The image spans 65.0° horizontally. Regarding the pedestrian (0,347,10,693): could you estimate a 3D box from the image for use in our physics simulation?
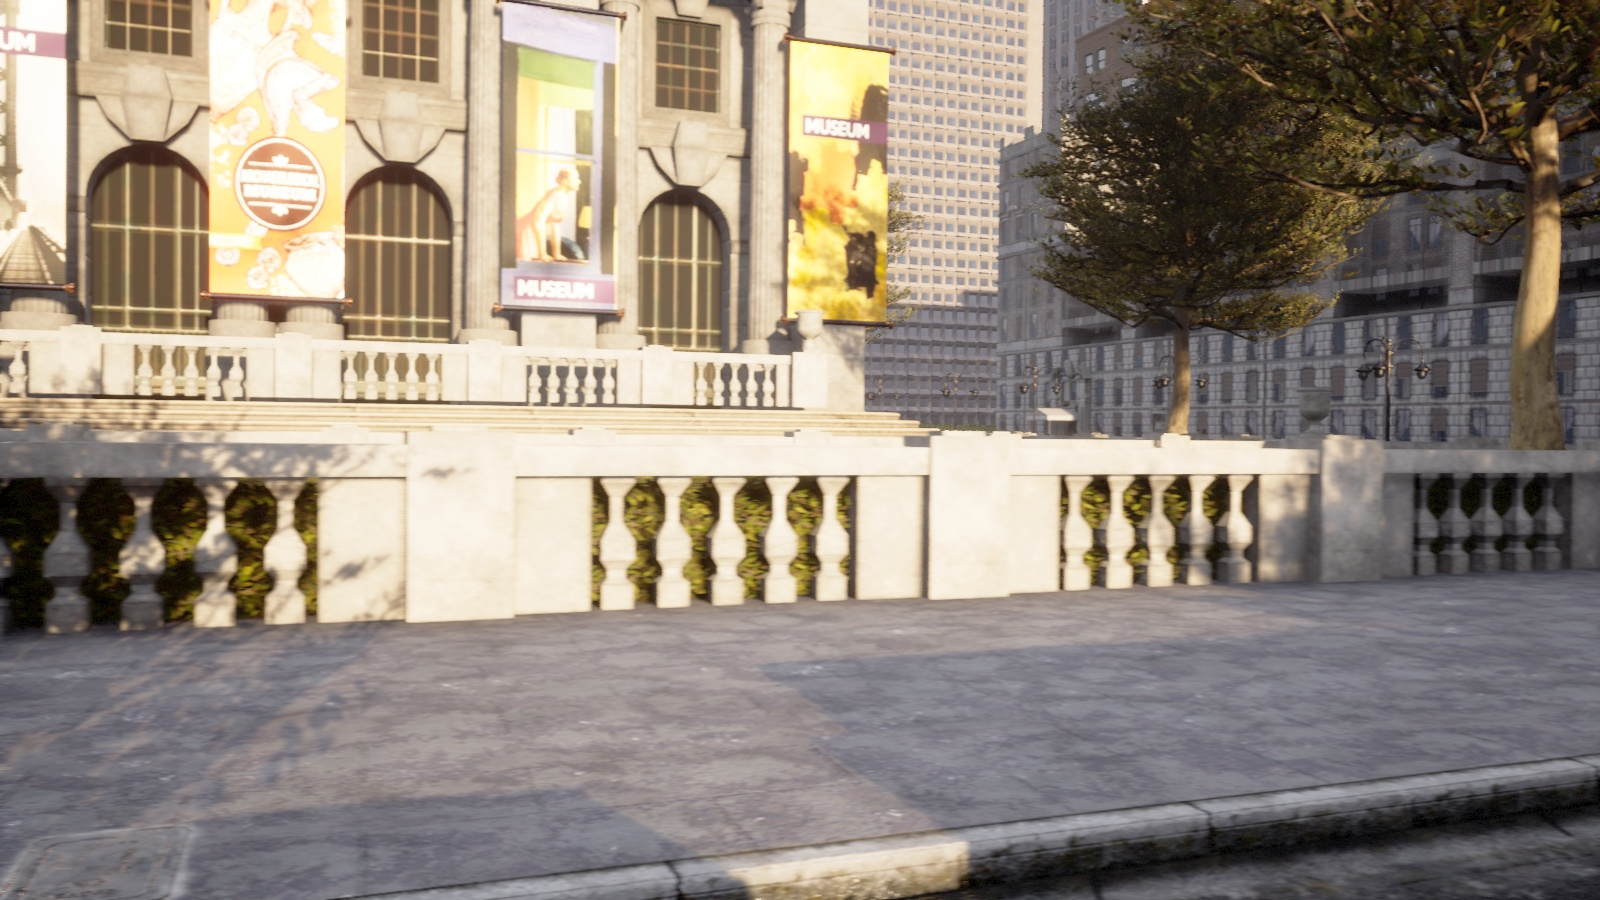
[{"bbox_3d":[-4.876,0.395,6.907,0.788,1.949,0.423,-1,1,-18],"label":"pedestrian"}]
